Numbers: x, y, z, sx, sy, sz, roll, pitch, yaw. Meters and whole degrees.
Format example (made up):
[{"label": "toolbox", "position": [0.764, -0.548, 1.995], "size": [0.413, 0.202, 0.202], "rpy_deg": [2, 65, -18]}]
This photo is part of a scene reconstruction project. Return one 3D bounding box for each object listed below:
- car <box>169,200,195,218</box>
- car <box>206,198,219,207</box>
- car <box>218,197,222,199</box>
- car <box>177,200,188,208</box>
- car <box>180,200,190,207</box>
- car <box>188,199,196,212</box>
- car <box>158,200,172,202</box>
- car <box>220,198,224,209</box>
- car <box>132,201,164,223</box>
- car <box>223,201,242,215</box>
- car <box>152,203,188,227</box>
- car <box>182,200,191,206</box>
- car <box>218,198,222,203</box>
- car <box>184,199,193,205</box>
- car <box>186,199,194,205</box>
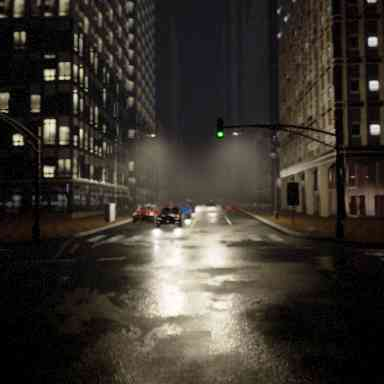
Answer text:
[{"label": "car", "position": [-1.052, 1.928, 35.269], "size": [1.882, 1.535, 5.008], "rpy_deg": [-1, -1, 3]}, {"label": "car", "position": [3.821, 2.350, 66.231], "size": [1.994, 1.385, 4.181], "rpy_deg": [-1, -1, 3]}, {"label": "car", "position": [7.762, 2.590, 90.187], "size": [1.887, 1.381, 4.507], "rpy_deg": [0, -1, 3]}, {"label": "car", "position": [-1.827, 2.413, 68.296], "size": [1.887, 1.381, 4.507], "rpy_deg": [1, -1, 3]}, {"label": "car", "position": [-1.523, 2.486, 73.863], "size": [2.008, 1.369, 4.403], "rpy_deg": [1, -1, 3]}, {"label": "car", "position": [-0.501, 2.046, 45.247], "size": [1.882, 1.535, 5.008], "rpy_deg": [-1, -1, 3]}, {"label": "car", "position": [-3.348, 1.853, 40.467], "size": [2.192, 1.841, 5.009], "rpy_deg": [1, -1, 3]}, {"label": "car", "position": [5.640, 2.108, 51.377], "size": [1.752, 1.417, 4.829], "rpy_deg": [0, -1, 3]}, {"label": "car", "position": [-3.958, 1.846, 29.332], "size": [1.967, 1.590, 4.097], "rpy_deg": [1, -1, 3]}, {"label": "car", "position": [5.020, 2.031, 40.069], "size": [1.802, 1.307, 4.206], "rpy_deg": [0, -1, 3]}, {"label": "car", "position": [-1.573, 1.842, 25.778], "size": [1.837, 1.490, 4.892], "rpy_deg": [-1, -1, 3]}, {"label": "car", "position": [-1.218, 2.546, 79.429], "size": [1.887, 1.381, 4.507], "rpy_deg": [1, -1, 3]}, {"label": "car", "position": [5.934, 2.213, 56.776], "size": [1.947, 1.339, 4.313], "rpy_deg": [0, -1, 3]}, {"label": "car", "position": [-0.914, 2.619, 84.996], "size": [2.008, 1.369, 4.403], "rpy_deg": [1, -1, 3]}, {"label": "car", "position": [-0.610, 2.700, 90.562], "size": [1.947, 1.339, 4.313], "rpy_deg": [1, -1, 3]}]
